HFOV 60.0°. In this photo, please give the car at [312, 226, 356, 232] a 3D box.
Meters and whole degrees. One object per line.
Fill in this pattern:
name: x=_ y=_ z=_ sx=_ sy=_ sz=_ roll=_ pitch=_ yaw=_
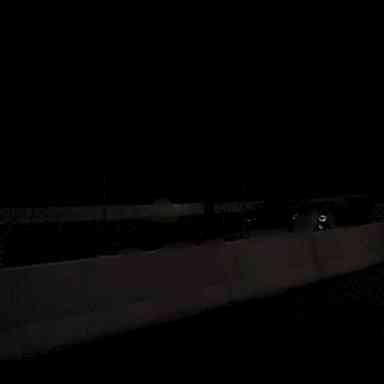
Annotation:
car: x=7.711 y=1.380 z=19.265 sx=4.553 sy=1.767 sz=2.097 roll=0 pitch=0 yaw=-41
